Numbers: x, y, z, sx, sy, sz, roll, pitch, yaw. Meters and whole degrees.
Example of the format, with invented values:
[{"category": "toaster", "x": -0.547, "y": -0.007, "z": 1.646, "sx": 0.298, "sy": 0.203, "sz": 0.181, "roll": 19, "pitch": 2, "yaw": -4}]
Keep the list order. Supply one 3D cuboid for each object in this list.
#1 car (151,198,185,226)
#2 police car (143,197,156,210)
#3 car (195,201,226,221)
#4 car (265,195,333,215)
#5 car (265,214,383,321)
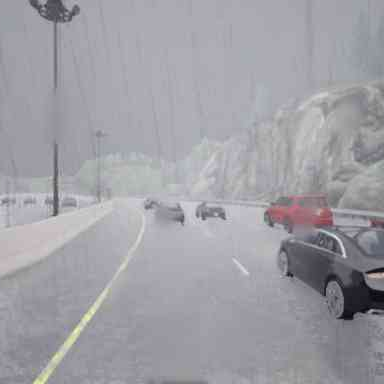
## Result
[{"category": "car", "x": -1.593, "y": 1.458, "z": 23.355, "sx": 2.128, "sy": 1.511, "sz": 4.902, "roll": 0, "pitch": 0, "yaw": -7}, {"category": "police car", "x": -5.106, "y": 1.448, "z": 42.265, "sx": 2.038, "sy": 1.542, "sz": 4.974, "roll": 0, "pitch": 0, "yaw": -13}, {"category": "car", "x": 1.454, "y": 1.480, "z": 26.892, "sx": 1.812, "sy": 1.442, "sz": 4.674, "roll": 0, "pitch": 0, "yaw": -8}, {"category": "car", "x": 5.983, "y": 1.177, "z": 19.258, "sx": 2.150, "sy": 2.045, "sz": 5.566, "roll": 0, "pitch": 0, "yaw": -5}, {"category": "car", "x": 3.346, "y": 1.472, "z": 7.249, "sx": 2.128, "sy": 1.511, "sz": 4.902, "roll": 0, "pitch": 0, "yaw": -2}]
